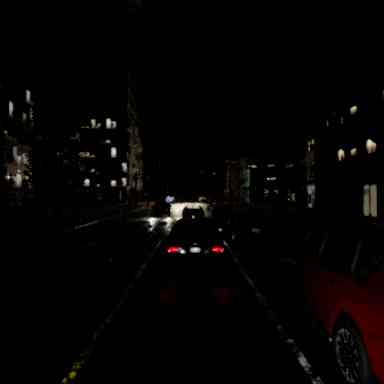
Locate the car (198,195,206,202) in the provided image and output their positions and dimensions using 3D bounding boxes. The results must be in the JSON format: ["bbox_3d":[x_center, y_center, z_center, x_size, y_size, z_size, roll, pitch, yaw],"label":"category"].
[{"bbox_3d":[2.699,1.922,92.775,2.192,1.841,5.009,1,0,0],"label":"car"}]

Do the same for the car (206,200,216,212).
[{"bbox_3d":[2.700,1.772,32.512,2.008,1.369,4.403,1,0,0],"label":"car"}]

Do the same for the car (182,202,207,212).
[{"bbox_3d":[0.094,1.804,29.816,1.895,1.301,4.718,0,0,0],"label":"car"}]

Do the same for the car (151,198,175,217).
[{"bbox_3d":[-3.099,1.710,34.294,1.882,1.535,5.008,0,0,0],"label":"car"}]

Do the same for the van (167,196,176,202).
[{"bbox_3d":[-5.682,1.912,87.062,1.690,1.788,3.998,1,0,0],"label":"van"}]

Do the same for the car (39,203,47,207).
[{"bbox_3d":[-28.628,2.108,59.697,4.829,1.417,1.752,-1,-1,1],"label":"car"}]

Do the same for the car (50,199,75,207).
[{"bbox_3d":[-23.116,1.970,59.646,4.097,1.590,1.967,-1,-1,1],"label":"car"}]

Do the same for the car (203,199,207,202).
[{"bbox_3d":[2.822,1.876,43.464,1.802,1.307,4.206,1,0,0],"label":"car"}]

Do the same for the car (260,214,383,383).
[{"bbox_3d":[2.706,1.352,5.127,2.192,1.841,5.009,1,0,0],"label":"car"}]

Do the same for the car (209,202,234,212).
[{"bbox_3d":[2.700,1.751,27.034,1.947,1.339,4.313,1,0,0],"label":"car"}]

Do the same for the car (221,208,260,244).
[{"bbox_3d":[2.701,1.677,16.079,1.947,1.339,4.313,1,0,0],"label":"car"}]

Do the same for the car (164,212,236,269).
[{"bbox_3d":[0.092,1.627,11.463,2.033,1.411,5.357,0,0,0],"label":"car"}]

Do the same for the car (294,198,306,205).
[{"bbox_3d":[20.677,1.637,59.231,4.829,1.417,1.752,-1,-1,1],"label":"car"}]

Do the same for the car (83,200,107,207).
[{"bbox_3d":[-17.431,2.057,59.590,4.206,1.307,1.802,-1,-1,1],"label":"car"}]

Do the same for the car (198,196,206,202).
[{"bbox_3d":[2.697,1.976,81.427,1.967,1.590,4.097,1,0,0],"label":"car"}]
